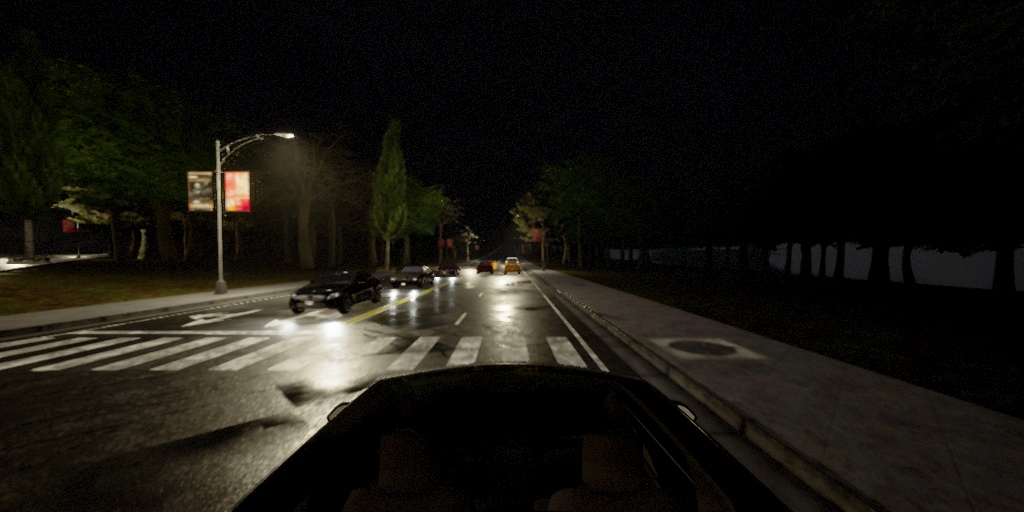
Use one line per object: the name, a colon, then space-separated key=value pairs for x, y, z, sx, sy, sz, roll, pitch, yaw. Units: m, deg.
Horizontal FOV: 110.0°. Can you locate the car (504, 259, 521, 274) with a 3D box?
car: x=0.032 y=1.397 z=43.789 sx=1.882 sy=1.535 sz=5.008 roll=0 pitch=-1 yaw=0

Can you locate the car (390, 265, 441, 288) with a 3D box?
car: x=-6.546 y=1.325 z=24.302 sx=2.033 sy=1.411 sz=5.357 roll=0 pitch=0 yaw=0

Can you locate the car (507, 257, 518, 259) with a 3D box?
car: x=0.042 y=1.240 z=54.273 sx=2.150 sy=2.045 sz=5.566 roll=0 pitch=0 yaw=0

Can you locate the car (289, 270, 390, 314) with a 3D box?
car: x=-6.553 y=1.272 z=13.940 sx=1.812 sy=1.442 sz=4.674 roll=0 pitch=0 yaw=0

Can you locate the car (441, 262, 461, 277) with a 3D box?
car: x=-6.522 y=1.382 z=37.120 sx=1.812 sy=1.442 sz=4.674 roll=0 pitch=-1 yaw=1

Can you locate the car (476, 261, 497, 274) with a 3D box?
car: x=-3.217 y=1.395 z=43.791 sx=1.882 sy=1.535 sz=5.008 roll=0 pitch=-1 yaw=0
